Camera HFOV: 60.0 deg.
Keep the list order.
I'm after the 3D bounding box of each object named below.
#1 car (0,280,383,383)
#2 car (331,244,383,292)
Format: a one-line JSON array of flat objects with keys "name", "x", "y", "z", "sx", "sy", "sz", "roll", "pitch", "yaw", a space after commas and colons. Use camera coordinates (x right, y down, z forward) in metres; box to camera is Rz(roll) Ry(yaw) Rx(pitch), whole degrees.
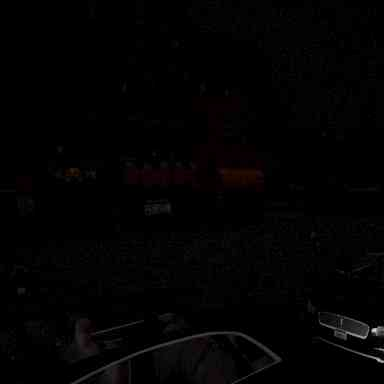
[{"name": "car", "x": -0.805, "y": 1.550, "z": 2.261, "sx": 4.403, "sy": 1.369, "sz": 2.008, "roll": 0, "pitch": -2, "yaw": -36}, {"name": "car", "x": 3.628, "y": 1.548, "z": 5.430, "sx": 4.403, "sy": 1.369, "sz": 2.008, "roll": 0, "pitch": -2, "yaw": -36}]
